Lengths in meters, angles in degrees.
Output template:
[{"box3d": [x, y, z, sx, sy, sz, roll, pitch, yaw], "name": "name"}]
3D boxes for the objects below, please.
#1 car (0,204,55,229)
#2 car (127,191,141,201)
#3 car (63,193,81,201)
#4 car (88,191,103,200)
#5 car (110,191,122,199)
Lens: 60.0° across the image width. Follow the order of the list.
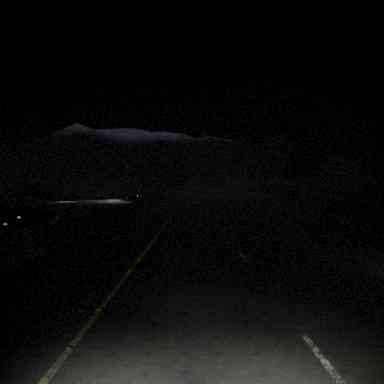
[{"box3d": [-10.580, 1.499, 21.109, 1.895, 1.301, 4.718, 0, 1, 0], "name": "car"}, {"box3d": [-9.957, 0.635, 57.022, 2.097, 1.767, 4.553, 0, 1, -5], "name": "car"}, {"box3d": [-20.710, 0.806, 57.484, 2.033, 1.411, 5.357, 0, 2, -5], "name": "car"}, {"box3d": [-17.358, 0.559, 59.869, 2.097, 1.767, 4.553, 0, 1, -7], "name": "car"}, {"box3d": [-14.364, 0.605, 62.724, 2.128, 1.511, 4.902, 0, 2, -7], "name": "car"}]
